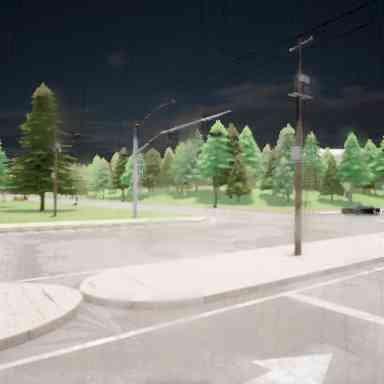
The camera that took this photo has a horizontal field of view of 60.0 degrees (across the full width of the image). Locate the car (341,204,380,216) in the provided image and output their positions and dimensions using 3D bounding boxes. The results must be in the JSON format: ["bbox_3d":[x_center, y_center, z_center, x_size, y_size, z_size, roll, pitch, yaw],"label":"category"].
[{"bbox_3d":[18.929,2.000,37.375,4.718,1.301,1.895,1,0,-30],"label":"car"}]
